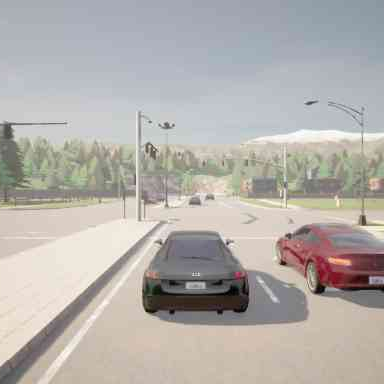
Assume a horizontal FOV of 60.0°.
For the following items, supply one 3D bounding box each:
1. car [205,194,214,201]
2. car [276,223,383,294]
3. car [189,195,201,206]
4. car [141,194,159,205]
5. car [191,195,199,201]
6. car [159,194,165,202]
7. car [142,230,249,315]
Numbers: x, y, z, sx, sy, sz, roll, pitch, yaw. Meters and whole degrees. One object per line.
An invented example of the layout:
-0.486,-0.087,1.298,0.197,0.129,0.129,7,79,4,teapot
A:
4.335,1.188,82.024,2.097,1.767,4.553,0,0,1,car
3.554,1.526,8.673,1.812,1.442,4.674,0,0,0,car
0.491,1.563,56.673,1.994,1.385,4.181,0,0,1,car
-7.562,1.352,58.452,2.097,1.767,4.553,0,0,1,car
0.836,1.428,82.129,1.895,1.301,4.718,0,0,1,car
-7.270,1.324,74.322,2.097,1.767,4.553,0,0,1,car
0.056,1.564,7.669,1.994,1.385,4.181,0,0,0,car
